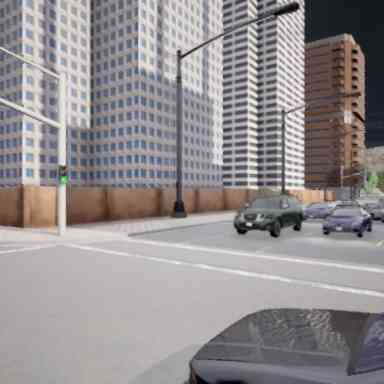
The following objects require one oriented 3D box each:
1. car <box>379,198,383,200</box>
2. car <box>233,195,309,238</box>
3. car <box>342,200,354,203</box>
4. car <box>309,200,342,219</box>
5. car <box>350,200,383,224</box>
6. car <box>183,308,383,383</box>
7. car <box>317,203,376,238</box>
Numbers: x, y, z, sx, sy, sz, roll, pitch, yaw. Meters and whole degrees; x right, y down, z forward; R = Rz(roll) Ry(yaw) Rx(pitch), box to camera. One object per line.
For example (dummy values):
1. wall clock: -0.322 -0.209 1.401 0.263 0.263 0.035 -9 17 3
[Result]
1. car: 19.469 1.351 33.156 2.097 1.767 4.553 0 0 36
2. car: 4.377 1.218 18.365 2.150 2.045 5.566 0 0 36
3. car: 16.230 1.544 34.665 2.033 1.411 5.357 0 0 36
4. car: 10.120 1.522 26.261 1.812 1.442 4.674 0 0 36
5. car: 13.654 1.562 25.180 1.994 1.385 4.181 0 0 36
6. car: 2.499 1.548 2.209 5.357 1.411 2.033 0 0 36
7. car: 8.517 1.524 18.085 1.812 1.442 4.674 0 0 36
